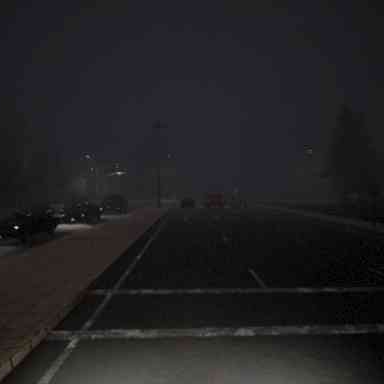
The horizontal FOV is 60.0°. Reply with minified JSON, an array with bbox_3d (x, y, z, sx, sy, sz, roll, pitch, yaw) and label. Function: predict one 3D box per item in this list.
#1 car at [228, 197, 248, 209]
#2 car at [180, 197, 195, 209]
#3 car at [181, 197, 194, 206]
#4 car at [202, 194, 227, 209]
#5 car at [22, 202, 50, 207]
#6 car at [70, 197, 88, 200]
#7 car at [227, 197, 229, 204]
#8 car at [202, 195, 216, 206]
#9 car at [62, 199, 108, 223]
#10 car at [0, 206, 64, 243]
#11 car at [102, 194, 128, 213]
[{"bbox_3d":[6.402,1.528,44.768,1.812,1.442,4.674,0,0,-1],"label":"car"},{"bbox_3d":[-0.592,1.480,44.287,1.882,1.535,5.008,0,0,-1],"label":"car"},{"bbox_3d":[-0.752,1.567,54.725,1.994,1.385,4.181,0,0,-1],"label":"car"},{"bbox_3d":[2.910,1.224,44.252,2.150,2.045,5.566,0,0,-1],"label":"car"},{"bbox_3d":[-11.889,1.528,25.124,1.812,1.442,4.674,0,0,-1],"label":"car"},{"bbox_3d":[-11.993,1.355,34.823,2.097,1.767,4.553,0,0,0],"label":"car"},{"bbox_3d":[6.247,1.494,54.843,2.128,1.511,4.902,0,0,-1],"label":"car"},{"bbox_3d":[2.748,1.355,54.775,2.097,1.767,4.553,0,0,-1],"label":"car"},{"bbox_3d":[-8.404,1.549,25.998,2.033,1.411,5.357,0,0,-1],"label":"car"},{"bbox_3d":[-8.264,1.602,16.353,1.895,1.301,4.718,0,0,-1],"label":"car"},{"bbox_3d":[-8.513,1.224,36.704,2.150,2.045,5.566,0,0,0],"label":"car"}]
